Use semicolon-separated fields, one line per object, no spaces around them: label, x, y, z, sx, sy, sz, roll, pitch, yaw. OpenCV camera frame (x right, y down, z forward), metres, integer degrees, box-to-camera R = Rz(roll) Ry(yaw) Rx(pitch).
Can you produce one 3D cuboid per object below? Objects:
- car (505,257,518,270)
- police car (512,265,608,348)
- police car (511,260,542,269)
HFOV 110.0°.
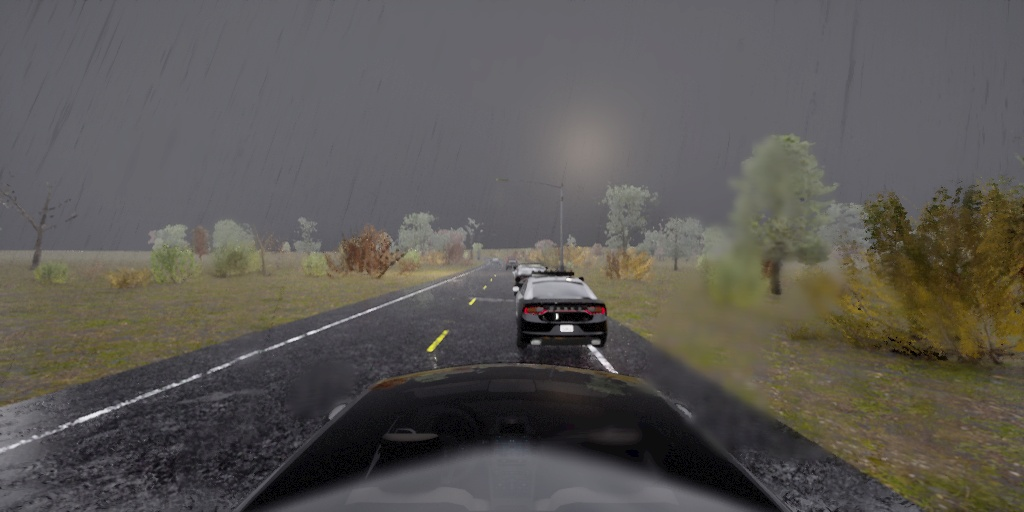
car;0.055;1.311;52.512;1.837;1.490;4.892;0;0;0
police car;1.050;1.192;9.444;1.930;1.638;5.238;0;0;0
police car;1.049;1.209;19.446;1.930;1.638;5.238;0;0;0
